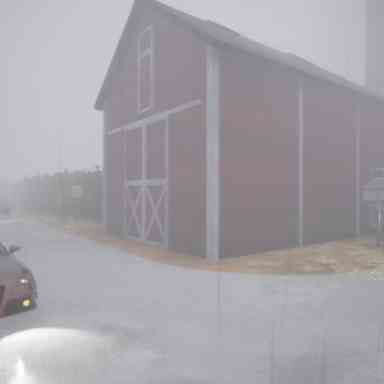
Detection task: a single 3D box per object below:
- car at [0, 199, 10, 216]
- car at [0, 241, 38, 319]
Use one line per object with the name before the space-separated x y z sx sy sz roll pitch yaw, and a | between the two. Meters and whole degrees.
car | -17.137 1.313 28.920 2.128 1.511 4.902 0 1 -37
car | -4.605 1.558 6.687 1.994 1.385 4.181 0 0 -40
